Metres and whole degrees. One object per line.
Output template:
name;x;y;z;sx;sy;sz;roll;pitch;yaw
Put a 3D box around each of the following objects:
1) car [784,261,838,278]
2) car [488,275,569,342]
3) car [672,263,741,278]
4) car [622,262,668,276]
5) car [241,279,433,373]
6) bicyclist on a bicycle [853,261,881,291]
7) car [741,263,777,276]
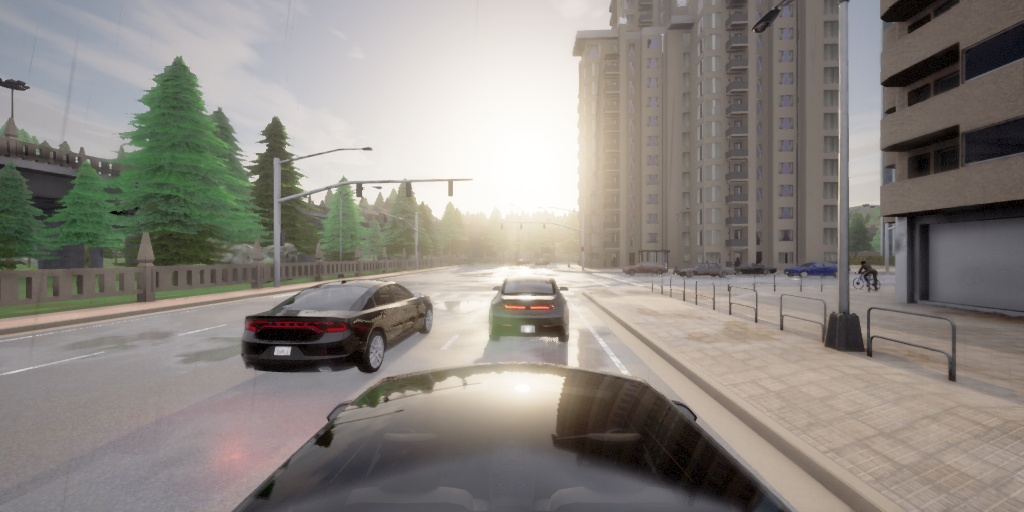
car;28.720;1.283;34.046;5.008;1.535;1.882;0;0;3
car;0.494;1.255;9.798;1.837;1.490;4.892;0;0;4
car;18.474;1.353;34.560;5.357;1.411;2.033;0;0;3
car;14.162;1.331;38.274;4.674;1.442;1.812;0;0;4
car;-3.161;1.228;7.678;1.882;1.535;5.008;0;0;4
bicyclist on a bicycle;19.756;1.107;19.999;0.582;1.620;1.656;0;0;3
car;24.857;1.406;37.748;4.718;1.301;1.895;0;0;3
